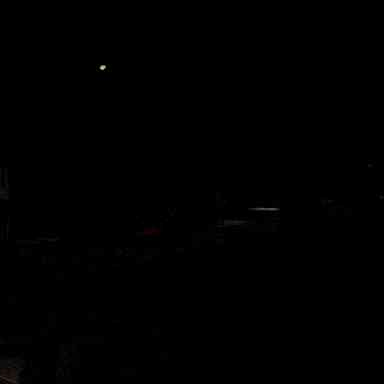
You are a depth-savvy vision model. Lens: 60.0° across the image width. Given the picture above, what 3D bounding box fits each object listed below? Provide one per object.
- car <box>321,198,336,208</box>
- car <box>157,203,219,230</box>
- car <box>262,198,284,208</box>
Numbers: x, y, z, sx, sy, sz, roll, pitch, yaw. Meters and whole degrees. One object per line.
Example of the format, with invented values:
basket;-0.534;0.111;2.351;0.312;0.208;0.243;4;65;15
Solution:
car;19.718;1.566;49.214;1.812;1.442;4.674;-1;-1;35
car;-0.128;1.464;21.295;1.882;1.535;5.008;-1;0;35
car;12.148;1.625;49.783;1.812;1.442;4.674;-1;-1;35
